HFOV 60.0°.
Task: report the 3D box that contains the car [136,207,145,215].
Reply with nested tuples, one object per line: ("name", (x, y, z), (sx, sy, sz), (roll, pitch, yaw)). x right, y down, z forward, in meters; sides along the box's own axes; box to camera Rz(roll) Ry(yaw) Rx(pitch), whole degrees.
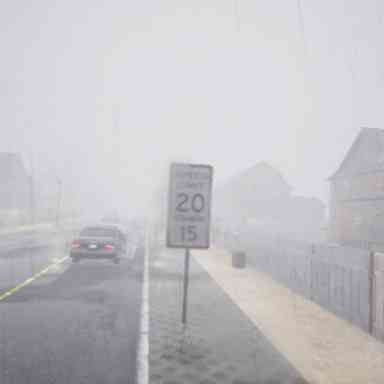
("car", (-13.718, 5.002, 88.226), (2.150, 2.045, 5.566), (3, -3, -7))

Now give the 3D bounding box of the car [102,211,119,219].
("car", (-10.460, 3.209, 42.842), (1.812, 1.442, 4.674), (3, -3, -7))

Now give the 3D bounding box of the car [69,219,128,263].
("car", (-3.913, 2.126, 14.488), (2.033, 1.411, 5.357), (3, -3, -7))
